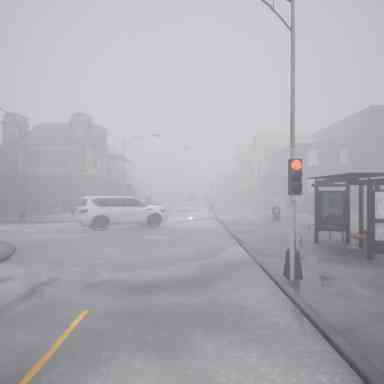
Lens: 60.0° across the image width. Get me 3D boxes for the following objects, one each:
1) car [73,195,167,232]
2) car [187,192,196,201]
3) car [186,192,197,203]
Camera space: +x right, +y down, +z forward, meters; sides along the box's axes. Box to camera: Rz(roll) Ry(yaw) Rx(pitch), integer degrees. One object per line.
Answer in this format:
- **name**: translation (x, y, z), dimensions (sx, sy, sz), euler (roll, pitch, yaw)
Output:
- **car**: translation (-4.320, 1.222, 20.343), dimensions (5.566, 2.045, 2.150), euler (0, 1, -30)
- **car**: translation (-0.100, 1.057, 77.254), dimensions (2.150, 2.045, 5.566), euler (0, 0, 0)
- **car**: translation (-0.087, 1.352, 67.190), dimensions (2.097, 1.767, 4.553), euler (0, 0, 0)
